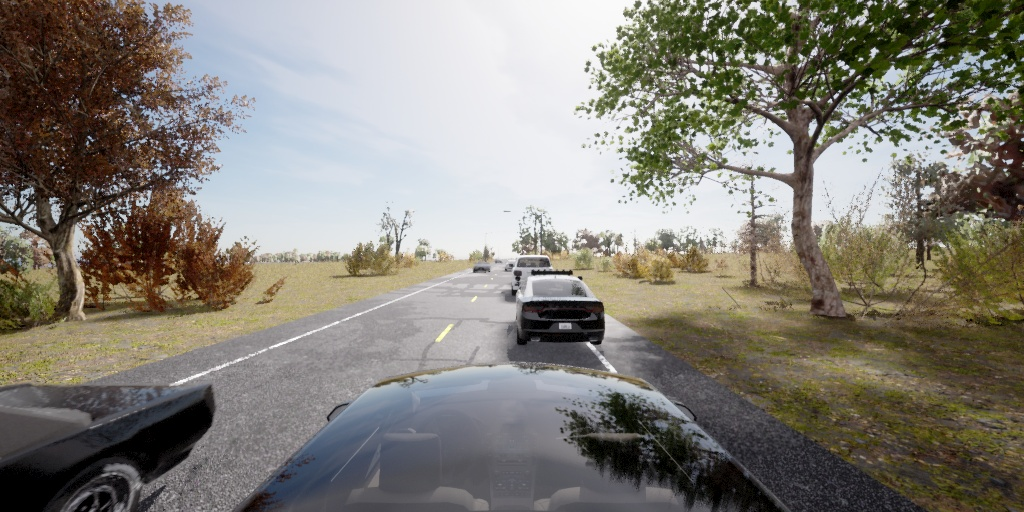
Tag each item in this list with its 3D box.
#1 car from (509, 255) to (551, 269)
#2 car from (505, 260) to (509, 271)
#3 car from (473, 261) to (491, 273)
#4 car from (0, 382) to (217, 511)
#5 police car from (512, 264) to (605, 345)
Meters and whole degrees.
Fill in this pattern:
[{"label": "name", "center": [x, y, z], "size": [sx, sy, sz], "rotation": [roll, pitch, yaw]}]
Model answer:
[{"label": "car", "center": [1.051, 0.978, 19.569], "size": [2.150, 2.045, 5.566], "rotation": [0, 0, 0]}, {"label": "car", "center": [0.040, 1.283, 48.268], "size": [1.812, 1.442, 4.674], "rotation": [0, 0, 1]}, {"label": "car", "center": [-3.598, 1.321, 43.594], "size": [1.994, 1.385, 4.181], "rotation": [0, 0, 0]}, {"label": "car", "center": [-3.599, 1.350, 0.969], "size": [1.895, 1.301, 4.718], "rotation": [0, 0, 0]}, {"label": "police car", "center": [1.051, 1.177, 9.648], "size": [1.930, 1.638, 5.238], "rotation": [0, 0, 0]}]
